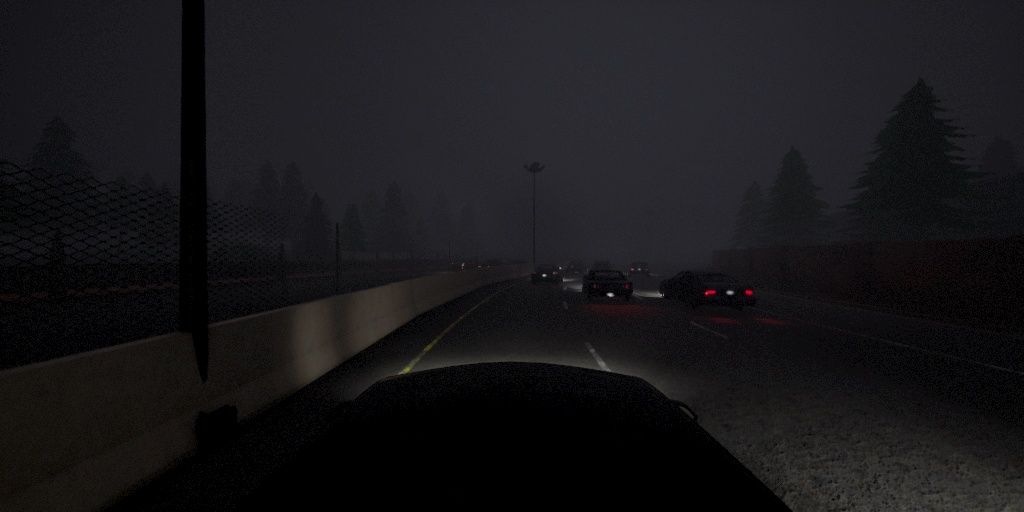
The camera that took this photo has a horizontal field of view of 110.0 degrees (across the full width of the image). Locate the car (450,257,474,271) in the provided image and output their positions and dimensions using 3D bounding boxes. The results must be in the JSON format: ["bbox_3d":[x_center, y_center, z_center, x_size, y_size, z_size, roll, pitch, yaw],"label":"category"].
[{"bbox_3d":[-5.995,1.038,45.801,2.097,1.767,4.553,0,0,22],"label":"car"}]

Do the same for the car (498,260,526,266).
[{"bbox_3d":[0.507,1.197,43.259,1.837,1.490,4.892,0,0,23],"label":"car"}]

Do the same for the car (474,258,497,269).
[{"bbox_3d":[-2.536,1.195,45.058,1.837,1.490,4.892,0,0,23],"label":"car"}]

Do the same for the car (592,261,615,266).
[{"bbox_3d":[9.038,1.204,35.659,1.837,1.490,4.892,0,-1,19],"label":"car"}]

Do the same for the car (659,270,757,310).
[{"bbox_3d":[7.610,1.279,14.520,2.033,1.411,5.357,0,0,6],"label":"car"}]

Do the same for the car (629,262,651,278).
[{"bbox_3d":[12.109,1.251,34.063,2.033,1.411,5.357,0,0,20],"label":"car"}]

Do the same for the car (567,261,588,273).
[{"bbox_3d":[7.508,1.241,41.378,2.033,1.411,5.357,0,0,22],"label":"car"}]

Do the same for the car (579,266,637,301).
[{"bbox_3d":[4.482,1.328,17.385,1.895,1.301,4.718,0,0,8],"label":"car"}]

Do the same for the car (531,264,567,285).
[{"bbox_3d":[2.635,1.279,26.175,1.994,1.385,4.181,0,0,13],"label":"car"}]
